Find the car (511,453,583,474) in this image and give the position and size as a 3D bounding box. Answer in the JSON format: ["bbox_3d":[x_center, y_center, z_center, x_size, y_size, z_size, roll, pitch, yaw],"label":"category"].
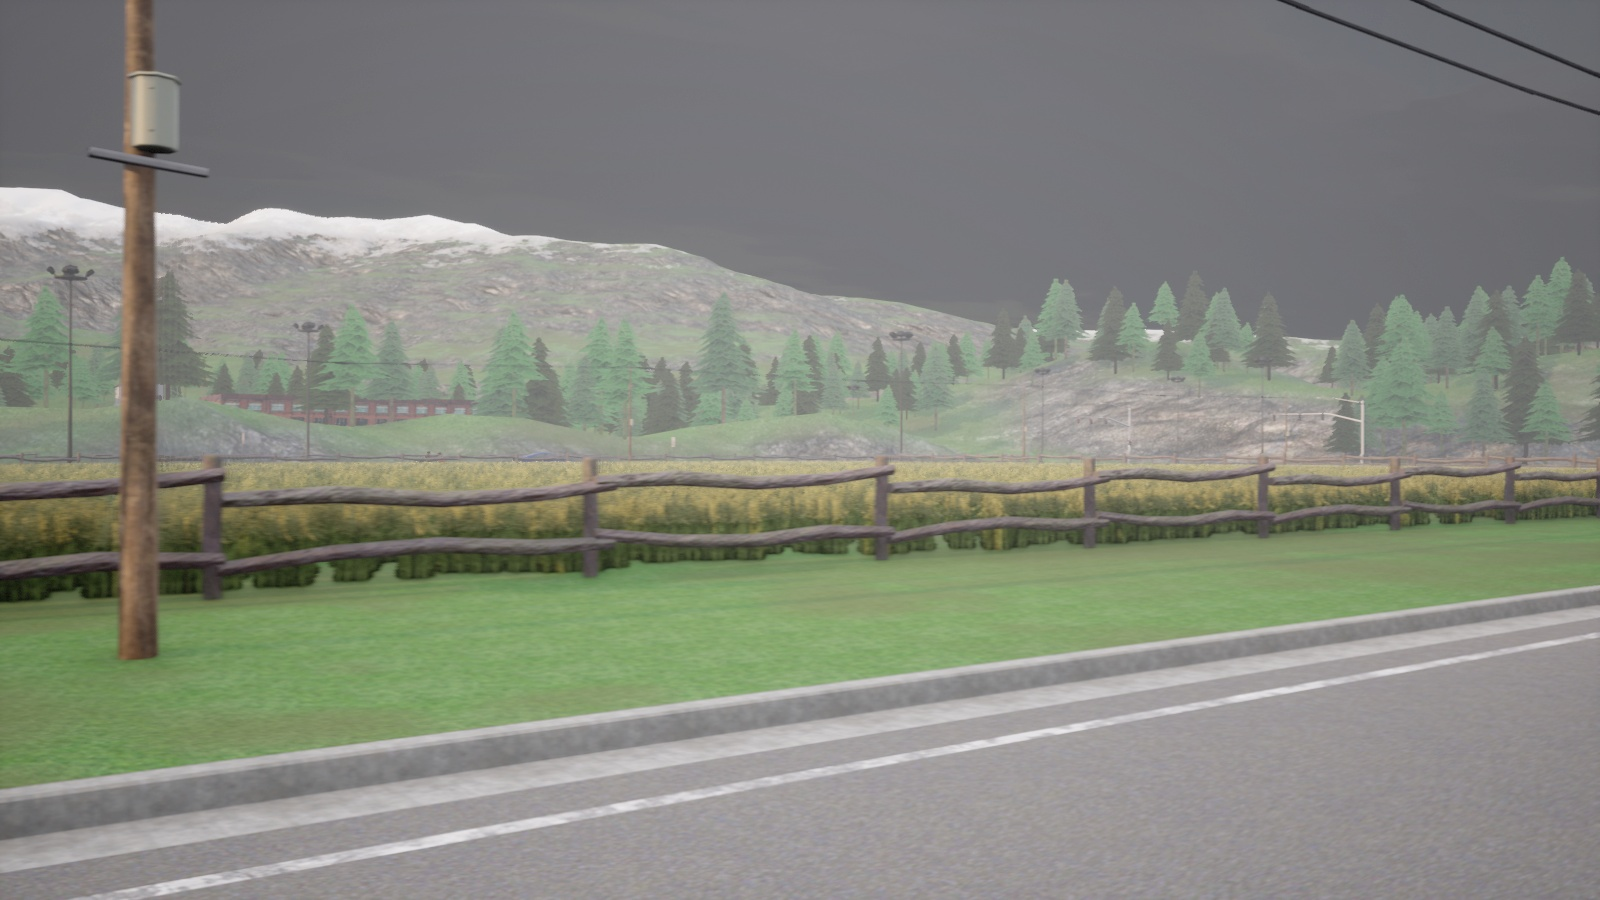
[{"bbox_3d":[-19.182,0.996,95.178,5.008,1.535,1.882,0,0,-35],"label":"car"}]
